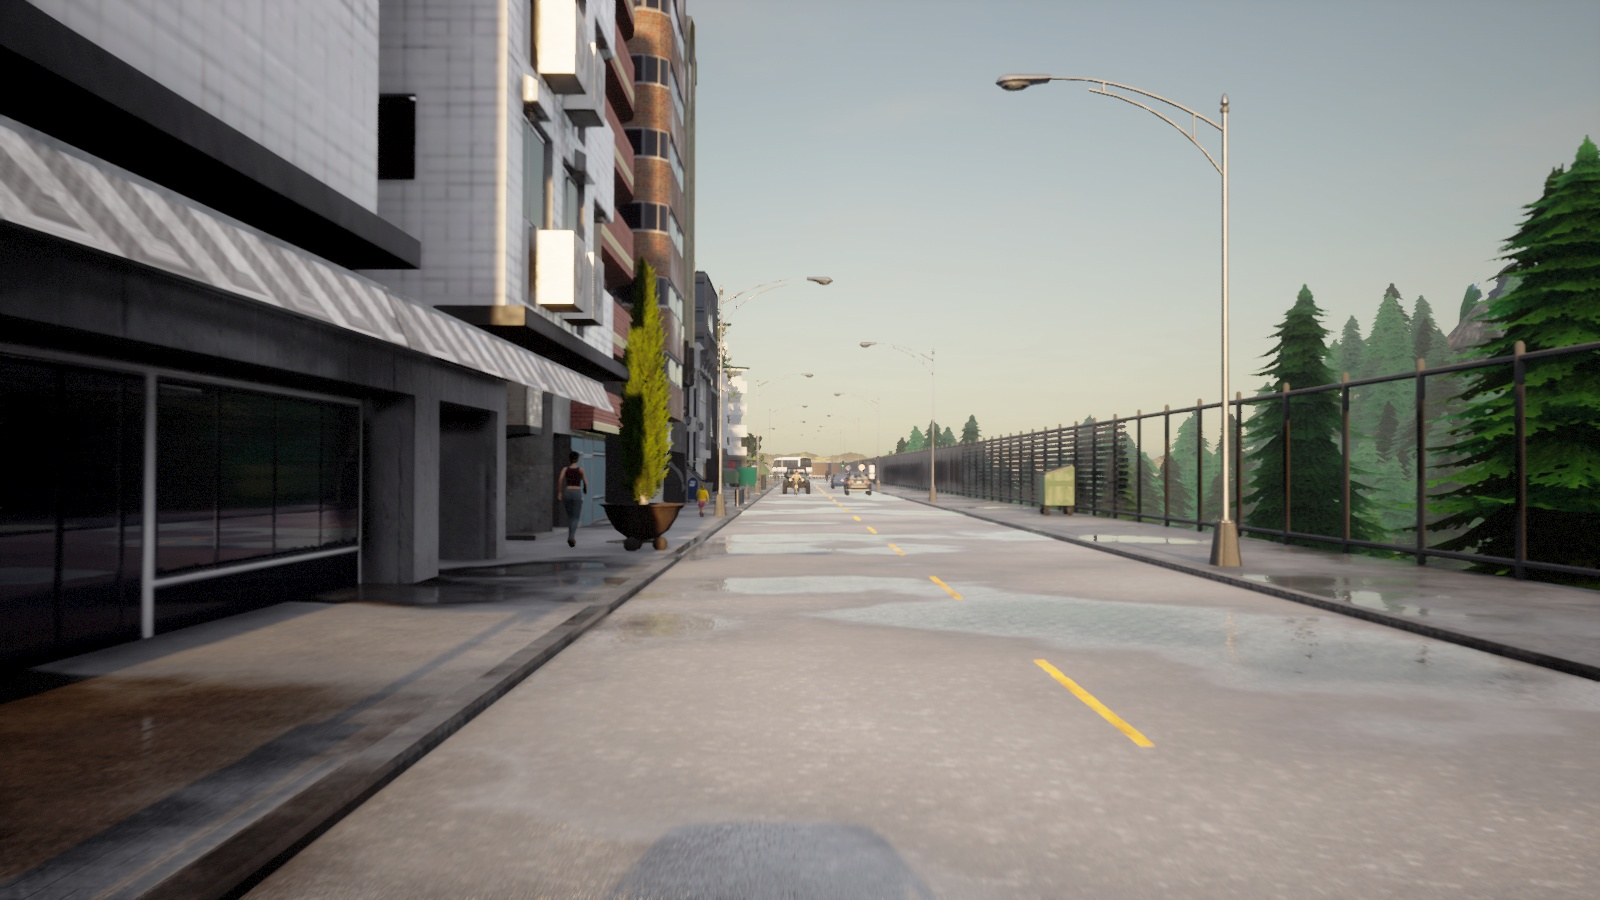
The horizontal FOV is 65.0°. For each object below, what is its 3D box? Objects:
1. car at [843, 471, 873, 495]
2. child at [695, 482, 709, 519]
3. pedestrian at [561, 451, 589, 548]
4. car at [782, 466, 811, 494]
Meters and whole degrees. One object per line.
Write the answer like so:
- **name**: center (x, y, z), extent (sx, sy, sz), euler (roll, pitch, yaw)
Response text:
- **car**: center (3.787, 2.163, 82.752), extent (1.789, 1.549, 3.705), euler (0, -1, 0)
- **child**: center (-3.040, 1.571, 39.090), extent (0.299, 1.160, 0.473), euler (0, -1, -23)
- **pedestrian**: center (-4.330, 0.947, 24.176), extent (0.345, 1.836, 0.594), euler (0, -1, 10)
- **car**: center (-0.218, 2.038, 85.207), extent (1.905, 1.878, 3.866), euler (0, -1, 0)
